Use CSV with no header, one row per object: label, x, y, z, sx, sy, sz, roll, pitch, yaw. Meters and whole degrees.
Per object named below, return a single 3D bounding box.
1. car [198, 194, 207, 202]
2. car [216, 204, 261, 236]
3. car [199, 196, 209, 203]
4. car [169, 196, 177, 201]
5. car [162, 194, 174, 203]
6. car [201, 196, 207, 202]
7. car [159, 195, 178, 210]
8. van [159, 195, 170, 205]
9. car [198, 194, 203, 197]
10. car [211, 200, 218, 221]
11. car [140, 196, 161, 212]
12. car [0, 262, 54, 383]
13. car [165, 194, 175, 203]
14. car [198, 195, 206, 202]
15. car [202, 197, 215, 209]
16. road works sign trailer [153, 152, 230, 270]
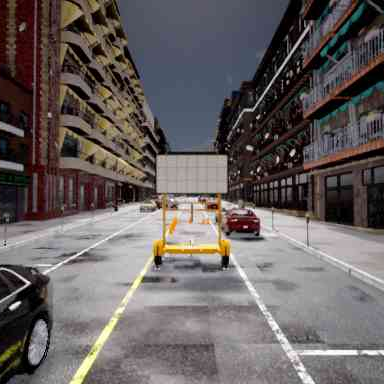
car,2.638,1.547,84.722,2.192,1.841,5.009,1,0,0
car,2.602,1.564,18.352,1.887,1.381,4.507,1,0,0
car,2.667,1.622,73.660,1.967,1.590,4.097,1,0,0
car,-5.208,1.826,90.320,1.947,1.339,4.313,1,0,0
car,-5.218,1.497,73.729,2.192,1.841,5.009,1,0,0
car,2.629,1.632,46.006,2.008,1.369,4.403,1,0,0
car,-2.806,1.565,43.186,2.128,1.511,4.902,0,0,0
van,-5.230,1.477,62.668,1.690,1.788,3.998,1,0,0
car,2.651,1.703,68.128,1.887,1.381,4.507,1,0,0
car,2.608,1.554,24.054,1.752,1.417,4.829,1,0,0
car,-5.256,1.592,40.376,1.752,1.417,4.829,2,0,0
car,-2.848,1.505,2.822,1.837,1.490,4.892,0,0,0
car,-5.213,1.521,79.259,2.192,1.841,5.009,1,0,0
car,2.646,1.681,62.598,1.887,1.381,4.507,1,0,0
car,2.624,1.611,40.474,1.887,1.381,4.507,1,0,0
road works sign trailer,0.000,0.473,11.043,2.380,3.560,2.880,0,0,0
